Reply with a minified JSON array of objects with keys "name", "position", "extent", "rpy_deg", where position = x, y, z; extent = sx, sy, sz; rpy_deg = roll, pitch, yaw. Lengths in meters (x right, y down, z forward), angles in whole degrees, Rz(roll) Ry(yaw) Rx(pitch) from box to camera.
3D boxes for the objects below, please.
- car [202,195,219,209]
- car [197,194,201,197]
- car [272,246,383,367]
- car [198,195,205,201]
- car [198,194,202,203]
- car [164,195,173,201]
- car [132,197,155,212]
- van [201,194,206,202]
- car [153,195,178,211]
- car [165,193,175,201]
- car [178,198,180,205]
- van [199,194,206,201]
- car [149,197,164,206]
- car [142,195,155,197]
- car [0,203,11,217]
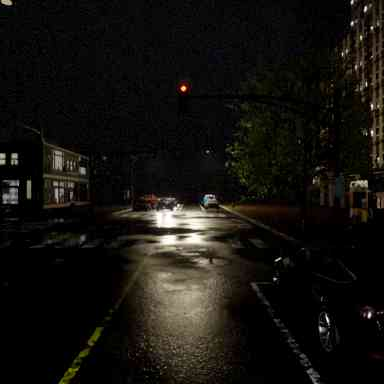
[{"name":"car","position":[2.637,1.528,43.996],"extent":[1.752,1.417,4.829],"rpy_deg":[0,0,0]},{"name":"car","position":[2.602,1.572,71.581],"extent":[1.947,1.339,4.313],"rpy_deg":[0,0,0]},{"name":"car","position":[2.687,1.566,5.797],"extent":[1.947,1.339,4.313],"rpy_deg":[0,0,0]},{"name":"car","position":[2.581,1.534,88.404],"extent":[1.752,1.417,4.829],"rpy_deg":[0,0,0]},{"name":"car","position":[2.616,1.556,60.479],"extent":[2.008,1.369,4.403],"rpy_deg":[0,0,0]},{"name":"car","position":[-5.793,1.559,82.670],"extent":[2.008,1.369,4.403],"rpy_deg":[0,0,0]},{"name":"car","position":[-5.735,1.585,38.262],"extent":[1.802,1.307,4.206],"rpy_deg":[0,0,0]},{"name":"van","position":[2.632,1.345,49.378],"extent":[1.690,1.788,3.998],"rpy_deg":[0,0,0]},{"name":"car","position":[-3.144,1.494,40.040],"extent":[2.128,1.511,4.902],"rpy_deg":[0,0,0]},{"name":"car","position":[-5.799,1.324,88.221],"extent":[2.192,1.841,5.009],"rpy_deg":[0,0,0]},{"name":"car","position":[-3.163,1.568,50.077],"extent":[1.994,1.385,4.181],"rpy_deg":[0,0,-1]},{"name":"van","position":[2.590,1.349,82.683],"extent":[1.690,1.788,3.998],"rpy_deg":[0,0,0]},{"name":"car","position":[-5.757,1.555,54.915],"extent":[2.008,1.369,4.403],"rpy_deg":[0,0,0]},{"name":"car","position":[-5.741,1.318,43.813],"extent":[2.192,1.841,5.009],"rpy_deg":[0,0,0]},{"name":"car","position":[-17.303,1.371,27.250],"extent":[4.507,1.381,1.887],"rpy_deg":[1,-1,-1]}]
